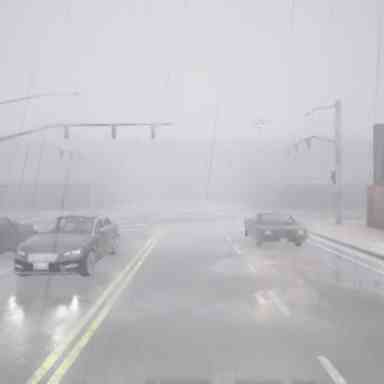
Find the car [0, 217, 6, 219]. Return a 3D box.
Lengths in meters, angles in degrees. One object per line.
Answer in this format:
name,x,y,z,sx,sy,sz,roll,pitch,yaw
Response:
car,-7.021,1.520,10.703,2.033,1.411,5.357,0,0,1

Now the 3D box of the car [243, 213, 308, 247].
car,3.498,1.563,14.886,1.895,1.301,4.718,0,0,0

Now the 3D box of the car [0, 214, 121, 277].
car,-3.529,1.463,10.275,2.128,1.511,4.902,0,0,1
